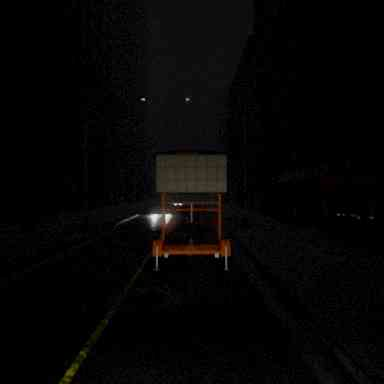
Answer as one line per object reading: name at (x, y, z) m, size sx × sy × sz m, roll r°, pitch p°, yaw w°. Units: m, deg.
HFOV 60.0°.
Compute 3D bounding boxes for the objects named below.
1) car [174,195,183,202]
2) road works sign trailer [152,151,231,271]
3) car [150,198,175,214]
car at (-3.109, 1.547, 75.840) m, size 2.128 × 1.511 × 4.902 m, roll 0°, pitch 0°, yaw 0°
road works sign trailer at (-0.014, 0.463, 10.927) m, size 2.380 × 3.560 × 2.880 m, roll 0°, pitch 0°, yaw 0°
car at (-3.148, 1.571, 34.699) m, size 1.994 × 1.385 × 4.181 m, roll 0°, pitch 0°, yaw 0°
